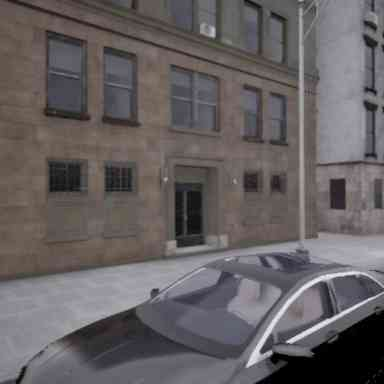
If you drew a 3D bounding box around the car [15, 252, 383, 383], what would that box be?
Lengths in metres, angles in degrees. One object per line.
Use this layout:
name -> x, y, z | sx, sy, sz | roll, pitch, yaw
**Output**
car -> 0.724, 1.519, 3.633 | 4.902, 1.511, 2.128 | 0, -1, -39
